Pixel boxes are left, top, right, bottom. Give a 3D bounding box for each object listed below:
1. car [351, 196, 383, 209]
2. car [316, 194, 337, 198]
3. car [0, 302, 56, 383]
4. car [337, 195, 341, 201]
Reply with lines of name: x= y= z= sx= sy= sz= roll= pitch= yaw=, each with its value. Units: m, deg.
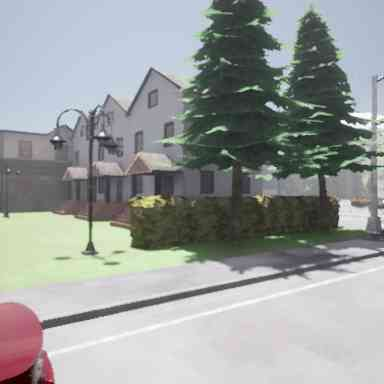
car: x=25.638 y=1.401 z=48.155 sx=1.932 sy=1.855 sz=4.605 roll=0 pitch=0 yaw=-36
car: x=28.374 y=1.479 z=71.577 sx=1.905 sy=1.878 sz=3.866 roll=0 pitch=0 yaw=-36
car: x=-3.355 y=1.466 z=1.588 sx=5.008 sy=1.535 sz=1.882 roll=0 pitch=0 yaw=-35
car: x=30.488 y=1.517 z=73.612 sx=1.932 sy=1.855 sz=4.605 roll=0 pitch=0 yaw=-36
